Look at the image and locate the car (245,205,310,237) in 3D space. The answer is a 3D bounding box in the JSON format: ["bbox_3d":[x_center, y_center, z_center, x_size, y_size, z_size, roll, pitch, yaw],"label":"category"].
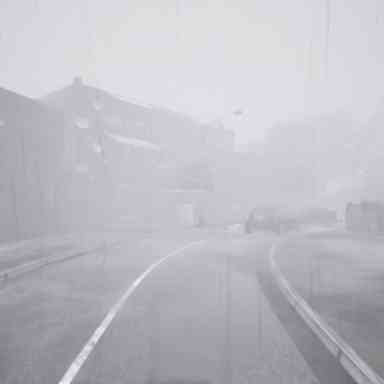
[{"bbox_3d":[4.964,1.561,19.594,2.097,1.767,4.553,-1,-3,37],"label":"car"}]

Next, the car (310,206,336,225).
[{"bbox_3d":[9.395,1.922,27.012,5.008,1.535,1.882,0,-2,-24],"label":"car"}]
